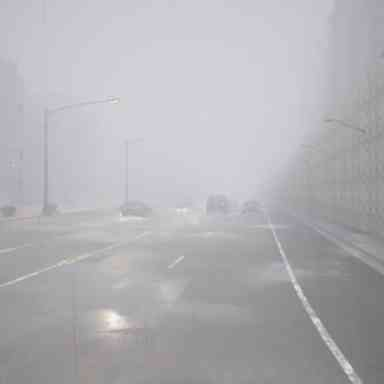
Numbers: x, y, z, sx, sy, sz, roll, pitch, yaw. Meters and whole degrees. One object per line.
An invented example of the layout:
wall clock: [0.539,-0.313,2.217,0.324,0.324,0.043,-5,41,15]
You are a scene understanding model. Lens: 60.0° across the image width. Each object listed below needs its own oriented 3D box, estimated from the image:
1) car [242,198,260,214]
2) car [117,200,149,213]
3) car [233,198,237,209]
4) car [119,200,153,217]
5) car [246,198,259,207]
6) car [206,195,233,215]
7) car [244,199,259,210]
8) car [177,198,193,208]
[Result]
car: [6.495,1.683,36.716,2.033,1.411,5.357,0,0,11]
car: [-7.132,1.694,40.929,2.033,1.411,5.357,0,0,11]
car: [4.886,1.721,47.123,2.033,1.411,5.357,0,0,11]
car: [-5.268,1.680,32.357,1.994,1.385,4.181,0,0,11]
car: [10.334,1.757,56.639,2.033,1.411,5.357,0,0,11]
car: [2.902,1.356,36.616,2.150,2.045,5.566,0,0,11]
car: [8.393,1.737,46.820,1.994,1.385,4.181,0,0,11]
car: [-1.103,1.693,52.929,2.128,1.511,4.902,0,0,11]
